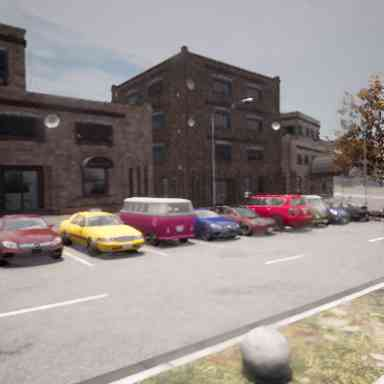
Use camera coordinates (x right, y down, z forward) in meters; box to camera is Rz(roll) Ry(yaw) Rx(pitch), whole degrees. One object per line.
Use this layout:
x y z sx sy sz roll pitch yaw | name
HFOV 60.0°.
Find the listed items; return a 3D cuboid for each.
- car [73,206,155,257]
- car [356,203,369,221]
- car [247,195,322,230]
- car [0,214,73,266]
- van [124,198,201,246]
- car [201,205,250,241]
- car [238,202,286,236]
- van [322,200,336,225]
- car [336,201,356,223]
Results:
-3.799 1.492 13.469 1.946 1.575 5.366 0 0 -37 | car
10.921 1.421 25.563 2.231 1.521 4.892 0 0 -40 | car
4.531 1.215 20.333 2.435 2.045 5.566 0 0 -39 | car
-6.094 1.538 11.981 2.002 1.452 4.674 0 0 -36 | car
-1.814 1.266 15.372 1.878 1.987 4.442 0 0 -38 | van
0.397 1.525 16.950 2.002 1.452 4.674 0 0 -38 | car
2.457 1.506 18.562 2.163 1.488 4.792 0 0 -38 | car
6.738 1.225 21.971 1.878 1.987 4.442 0 0 -40 | van
8.771 1.311 23.840 2.185 1.767 4.553 0 0 -40 | car
